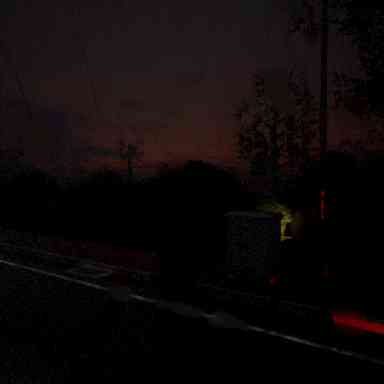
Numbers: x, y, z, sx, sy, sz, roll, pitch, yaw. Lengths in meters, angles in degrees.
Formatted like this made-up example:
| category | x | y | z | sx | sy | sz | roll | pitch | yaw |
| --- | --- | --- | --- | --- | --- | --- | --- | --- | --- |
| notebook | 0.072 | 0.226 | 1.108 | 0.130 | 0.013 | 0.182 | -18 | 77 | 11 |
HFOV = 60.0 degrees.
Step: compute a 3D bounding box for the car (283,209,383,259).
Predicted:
| category | x | y | z | sx | sy | sz | roll | pitch | yaw |
| --- | --- | --- | --- | --- | --- | --- | --- | --- | --- |
| car | 5.645 | 1.266 | 11.053 | 2.033 | 1.411 | 5.357 | 0 | 1 | -33 |
